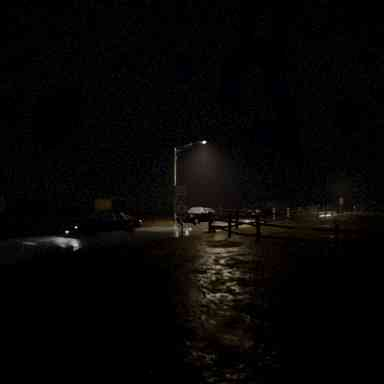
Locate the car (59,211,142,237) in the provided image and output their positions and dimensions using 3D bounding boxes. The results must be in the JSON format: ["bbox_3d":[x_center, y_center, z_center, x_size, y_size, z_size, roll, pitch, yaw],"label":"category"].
[{"bbox_3d":[-5.505,1.931,20.929,2.033,1.411,5.357,-1,-2,35],"label":"car"}]

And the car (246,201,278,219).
[{"bbox_3d":[8.632,2.183,40.737,2.150,2.045,5.566,-1,-1,35],"label":"car"}]

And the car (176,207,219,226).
[{"bbox_3d":[0.564,2.121,29.438,2.128,1.511,4.902,-1,-2,35],"label":"car"}]
